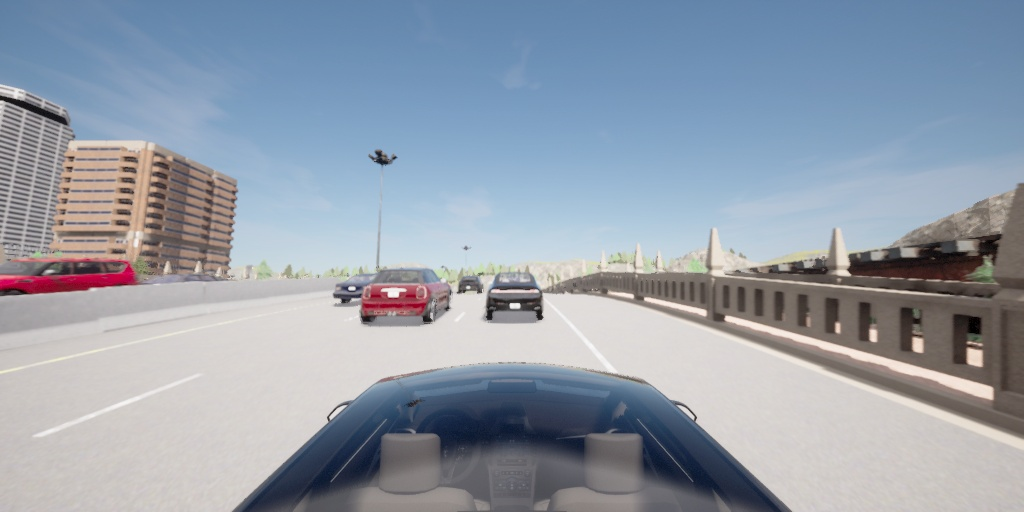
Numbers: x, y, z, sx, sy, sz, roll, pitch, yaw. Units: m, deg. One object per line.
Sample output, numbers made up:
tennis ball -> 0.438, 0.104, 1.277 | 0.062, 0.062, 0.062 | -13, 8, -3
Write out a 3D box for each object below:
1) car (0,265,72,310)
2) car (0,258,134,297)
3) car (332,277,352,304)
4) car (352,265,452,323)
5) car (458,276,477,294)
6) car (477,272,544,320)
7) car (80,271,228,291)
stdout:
car -> -21.103, 1.225, 14.031 | 2.097, 1.767, 4.553 | 0, -2, 0
car -> -17.607, 1.078, 13.598 | 2.150, 2.045, 5.566 | 0, -2, 0
car -> -6.917, 1.573, 17.985 | 2.033, 1.411, 5.357 | 0, -3, 0
car -> -3.411, 1.175, 12.444 | 2.097, 1.767, 4.553 | 0, -1, 0
car -> -3.431, 2.465, 30.576 | 1.837, 1.490, 4.892 | 0, -6, 0
car -> 0.088, 1.330, 13.047 | 2.128, 1.511, 4.902 | 0, -2, 0
car -> -14.106, 1.461, 15.302 | 2.033, 1.411, 5.357 | 0, -2, 0
